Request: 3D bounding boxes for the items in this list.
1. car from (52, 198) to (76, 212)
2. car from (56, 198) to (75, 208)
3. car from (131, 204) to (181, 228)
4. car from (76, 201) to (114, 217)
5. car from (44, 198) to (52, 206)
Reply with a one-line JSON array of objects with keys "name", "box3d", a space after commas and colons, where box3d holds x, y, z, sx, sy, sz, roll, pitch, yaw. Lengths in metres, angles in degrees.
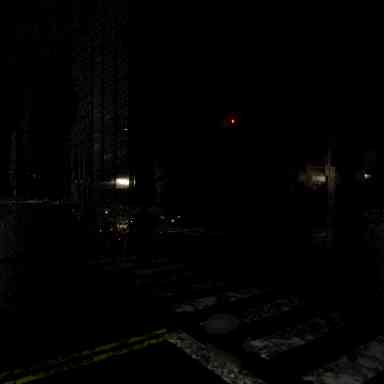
[{"name": "car", "box3d": [-15.486, 1.725, 41.382, 2.033, 1.411, 5.357, 1, -1, -34]}, {"name": "car", "box3d": [-20.692, 1.791, 54.242, 1.812, 1.442, 4.674, 1, -1, -35]}, {"name": "car", "box3d": [-2.631, 1.602, 23.281, 1.812, 1.442, 4.674, 1, -1, -37]}, {"name": "car", "box3d": [-9.271, 1.620, 32.585, 2.128, 1.511, 4.902, 1, -1, -35]}, {"name": "car", "box3d": [-26.483, 1.804, 62.419, 2.128, 1.511, 4.902, 1, -1, -36]}]
